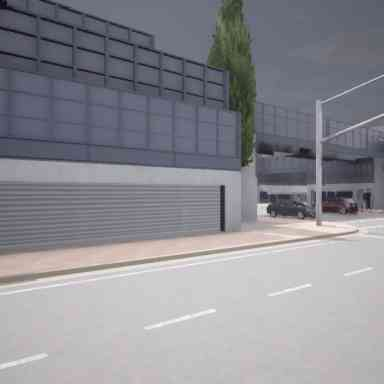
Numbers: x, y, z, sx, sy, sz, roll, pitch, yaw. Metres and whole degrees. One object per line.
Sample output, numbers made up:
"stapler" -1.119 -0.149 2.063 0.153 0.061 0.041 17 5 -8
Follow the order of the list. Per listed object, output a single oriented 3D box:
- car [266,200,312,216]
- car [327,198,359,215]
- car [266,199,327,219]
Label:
"car" 9.691 1.564 33.481 1.994 1.385 4.181 0 0 -37
"car" 14.226 1.352 33.629 2.097 1.767 4.553 0 0 -37
"car" 8.723 1.505 28.929 1.837 1.490 4.892 0 0 -37
